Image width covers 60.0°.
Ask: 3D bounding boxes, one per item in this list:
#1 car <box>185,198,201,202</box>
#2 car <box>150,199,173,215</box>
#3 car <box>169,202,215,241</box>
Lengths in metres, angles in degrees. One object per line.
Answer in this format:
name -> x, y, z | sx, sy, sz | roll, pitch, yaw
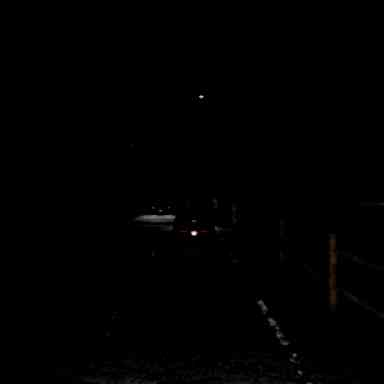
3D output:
car -> 0.081, 1.366, 32.963 | 1.882, 1.535, 5.008 | 0, 0, 0
car -> -2.850, 1.416, 32.365 | 1.812, 1.442, 4.674 | 0, 0, 0
car -> 0.087, 1.448, 16.180 | 1.837, 1.490, 4.892 | 0, 0, 0
